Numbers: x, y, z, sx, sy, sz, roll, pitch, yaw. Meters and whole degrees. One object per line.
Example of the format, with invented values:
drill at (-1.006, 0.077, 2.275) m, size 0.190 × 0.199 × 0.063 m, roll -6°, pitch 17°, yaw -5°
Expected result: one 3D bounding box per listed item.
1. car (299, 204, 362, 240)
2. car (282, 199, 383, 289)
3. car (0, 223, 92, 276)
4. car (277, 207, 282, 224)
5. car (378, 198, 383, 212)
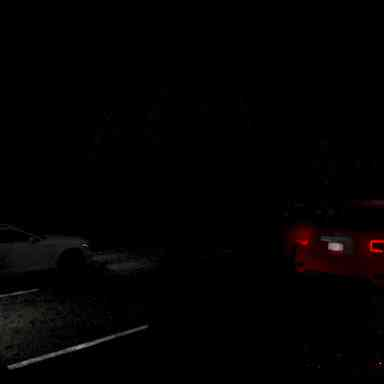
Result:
car at (7.400, 1.473, 17.485) m, size 1.812 × 1.442 × 4.674 m, roll 0°, pitch 0°, yaw 38°
car at (4.715, 1.188, 8.734) m, size 2.150 × 2.045 × 5.566 m, roll 0°, pitch 0°, yaw 42°
car at (-5.101, 1.572, 8.963) m, size 4.674 × 1.442 × 1.812 m, roll 0°, pitch 0°, yaw -38°
car at (7.697, 1.425, 23.560) m, size 1.882 × 1.535 × 5.008 m, roll 0°, pitch 0°, yaw 37°
car at (21.660, 1.402, 36.138) m, size 1.994 × 1.385 × 4.181 m, roll 0°, pitch 0°, yaw 37°
